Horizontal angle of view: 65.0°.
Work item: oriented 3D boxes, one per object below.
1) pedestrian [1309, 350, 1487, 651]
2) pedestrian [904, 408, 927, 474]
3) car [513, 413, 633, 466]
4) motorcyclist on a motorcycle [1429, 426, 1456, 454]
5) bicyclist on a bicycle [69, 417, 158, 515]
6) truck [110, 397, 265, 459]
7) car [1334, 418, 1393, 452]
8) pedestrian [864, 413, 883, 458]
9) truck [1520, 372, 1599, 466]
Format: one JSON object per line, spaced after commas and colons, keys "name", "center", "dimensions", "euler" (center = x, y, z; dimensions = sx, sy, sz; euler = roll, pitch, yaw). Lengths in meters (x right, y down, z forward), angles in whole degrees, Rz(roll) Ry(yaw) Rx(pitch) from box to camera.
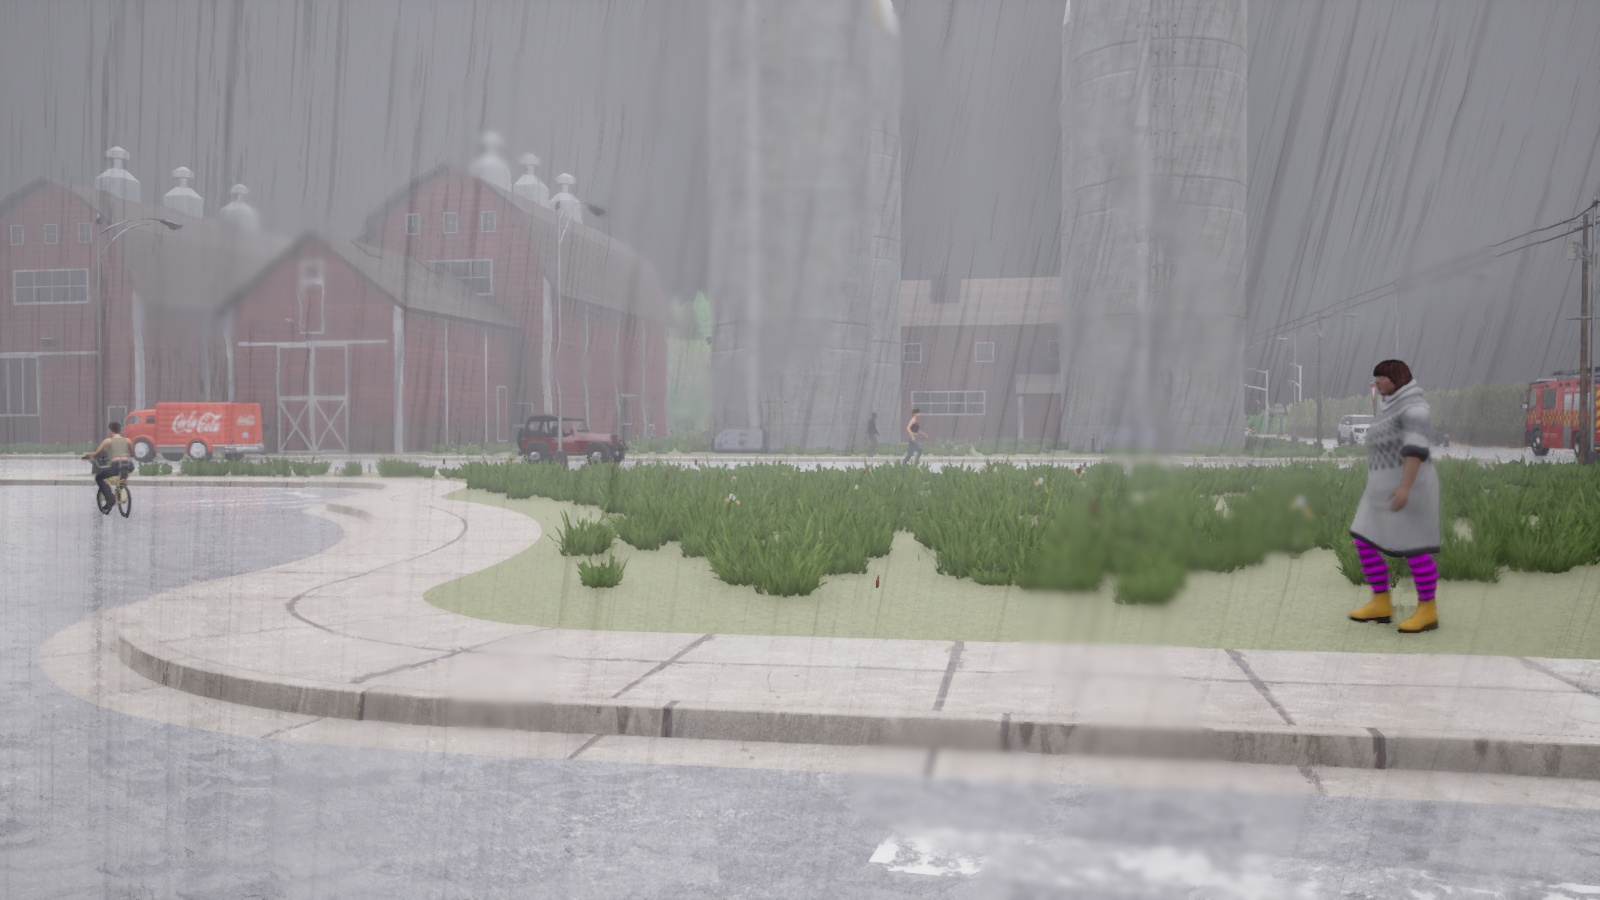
{"name": "pedestrian", "center": [4.013, 0.320, 8.483], "dimensions": [0.873, 1.952, 0.659], "euler": [0, 1, 2]}
{"name": "pedestrian", "center": [3.232, -0.255, 35.144], "dimensions": [0.594, 1.836, 0.345], "euler": [0, 1, 9]}
{"name": "car", "center": [-8.185, -0.398, 45.467], "dimensions": [3.866, 1.878, 1.905], "euler": [1, 1, 10]}
{"name": "motorcyclist on a motorcycle", "center": [38.208, -0.622, 74.650], "dimensions": [0.766, 1.649, 2.350], "euler": [1, 1, 11]}
{"name": "bicyclist on a bicycle", "center": [-11.697, 0.242, 21.378], "dimensions": [1.509, 1.612, 0.866], "euler": [1, 2, 43]}
{"name": "truck", "center": [-25.282, -0.911, 51.932], "dimensions": [5.204, 2.467, 2.627], "euler": [1, 1, 10]}
{"name": "car", "center": [35.505, -0.967, 79.238], "dimensions": [2.150, 2.045, 5.566], "euler": [1, 1, 11]}
{"name": "pedestrian", "center": [3.025, -0.605, 51.350], "dimensions": [0.703, 1.840, 0.431], "euler": [1, 1, 13]}
{"name": "truck", "center": [34.612, -1.336, 55.023], "dimensions": [2.891, 3.827, 8.468], "euler": [1, 1, 13]}
